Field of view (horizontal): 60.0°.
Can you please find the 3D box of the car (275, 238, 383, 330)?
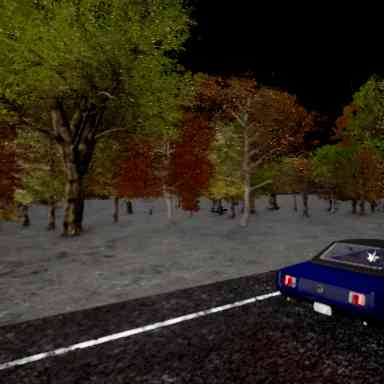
[{"bbox_3d":[3.925,1.599,6.665,4.718,1.301,1.895,0,0,-35],"label":"car"}]
